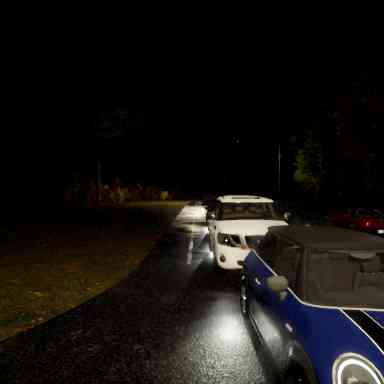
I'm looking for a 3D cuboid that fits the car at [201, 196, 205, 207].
[{"bbox_3d":[2.269,1.244,45.004,1.882,1.535,5.008,0,0,1],"label":"car"}]

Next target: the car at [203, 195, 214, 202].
[{"bbox_3d":[3.481,1.240,68.183,1.895,1.301,4.718,0,0,6],"label":"car"}]

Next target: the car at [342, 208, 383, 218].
[{"bbox_3d":[8.756,1.506,17.551,1.895,1.301,4.718,0,0,1],"label":"car"}]

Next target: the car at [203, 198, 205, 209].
[{"bbox_3d":[1.881,1.380,23.119,1.837,1.490,4.892,0,0,1],"label":"car"}]

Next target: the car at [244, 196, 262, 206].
[{"bbox_3d":[9.353,1.300,51.163,1.994,1.385,4.181,0,0,1],"label":"car"}]

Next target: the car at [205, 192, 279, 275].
[{"bbox_3d":[1.680,1.160,10.531,2.150,2.045,5.566,0,0,1],"label":"car"}]

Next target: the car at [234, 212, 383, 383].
[{"bbox_3d":[1.936,1.338,4.186,2.097,1.767,4.553,0,0,-1],"label":"car"}]
